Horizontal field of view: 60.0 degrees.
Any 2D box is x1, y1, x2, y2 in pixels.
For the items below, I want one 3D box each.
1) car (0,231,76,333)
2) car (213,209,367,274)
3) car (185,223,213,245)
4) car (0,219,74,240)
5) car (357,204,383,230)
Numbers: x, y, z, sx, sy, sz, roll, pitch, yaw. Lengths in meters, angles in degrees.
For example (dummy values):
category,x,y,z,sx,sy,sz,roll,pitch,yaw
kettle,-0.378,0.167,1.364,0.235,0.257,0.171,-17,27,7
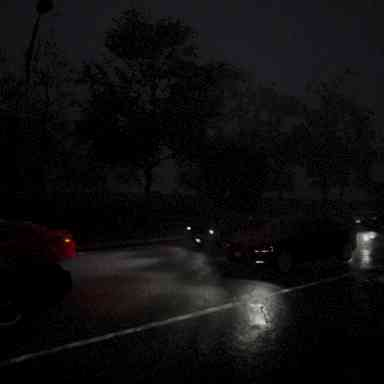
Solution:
category,x,y,z,sx,sy,sz,roll,pitch,yaw
car,-4.509,1.552,5.196,4.718,1.301,1.895,0,0,-34
car,3.295,1.452,10.629,5.008,1.535,1.882,0,0,-36
car,2.033,1.554,14.030,4.718,1.301,1.895,0,0,-36
car,-5.499,1.457,8.739,4.674,1.442,1.812,0,0,-35
car,11.810,1.496,21.097,4.902,1.511,2.128,0,0,-36
